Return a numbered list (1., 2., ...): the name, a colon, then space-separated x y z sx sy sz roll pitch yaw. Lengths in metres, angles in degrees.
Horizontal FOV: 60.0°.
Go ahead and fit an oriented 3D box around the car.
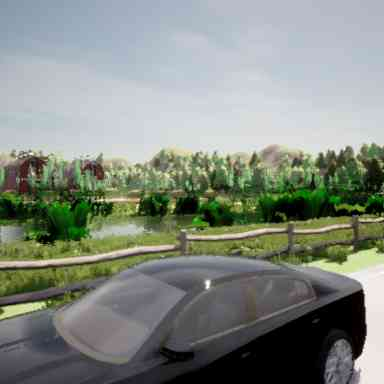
1. car: -0.098 1.477 3.568 5.008 1.535 1.882 0 0 -36
